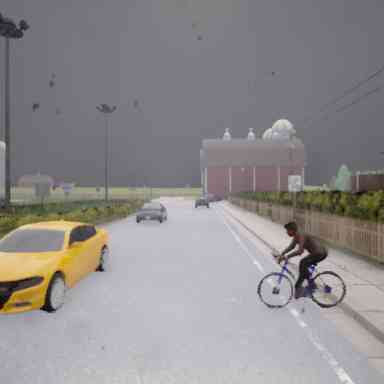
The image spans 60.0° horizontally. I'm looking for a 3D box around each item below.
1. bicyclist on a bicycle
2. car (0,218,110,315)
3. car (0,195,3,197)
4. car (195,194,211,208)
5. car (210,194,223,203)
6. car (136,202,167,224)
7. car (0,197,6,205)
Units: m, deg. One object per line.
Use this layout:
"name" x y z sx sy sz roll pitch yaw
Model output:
"bicyclist on a bicycle" 2.048 1.386 6.254 1.656 1.620 0.582 -2 0 2
"car" -3.407 1.466 7.898 1.882 1.535 5.008 0 0 2
"car" -24.858 1.252 40.142 4.605 1.855 1.932 0 0 1
"car" 1.405 1.437 46.604 1.837 1.490 4.892 0 0 2
"car" 4.339 1.176 65.953 2.097 1.767 4.553 0 1 30
"car" -2.914 1.489 24.768 1.812 1.442 4.674 0 0 2
"car" -19.963 1.516 33.472 1.994 1.385 4.181 0 0 2
